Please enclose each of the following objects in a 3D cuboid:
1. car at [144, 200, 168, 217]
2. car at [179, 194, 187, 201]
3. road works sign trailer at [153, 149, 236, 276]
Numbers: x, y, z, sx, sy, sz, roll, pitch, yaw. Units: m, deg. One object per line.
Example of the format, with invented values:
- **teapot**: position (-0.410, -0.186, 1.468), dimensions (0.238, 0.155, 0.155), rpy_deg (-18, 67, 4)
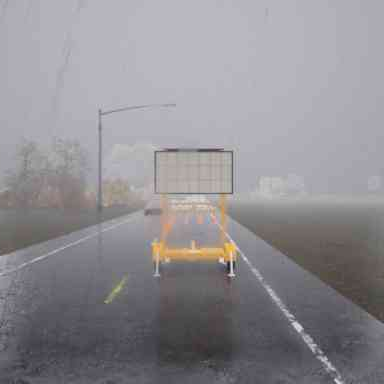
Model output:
- **car**: position (-3.309, 1.494, 31.203), dimensions (1.882, 1.535, 5.008), rpy_deg (0, 0, 1)
- **car**: position (-2.432, 1.420, 90.208), dimensions (2.097, 1.767, 4.553), rpy_deg (0, 0, 1)
- **road works sign trailer**: position (0.057, 0.469, 10.302), dimensions (2.380, 3.560, 2.880), rpy_deg (0, 0, -1)
